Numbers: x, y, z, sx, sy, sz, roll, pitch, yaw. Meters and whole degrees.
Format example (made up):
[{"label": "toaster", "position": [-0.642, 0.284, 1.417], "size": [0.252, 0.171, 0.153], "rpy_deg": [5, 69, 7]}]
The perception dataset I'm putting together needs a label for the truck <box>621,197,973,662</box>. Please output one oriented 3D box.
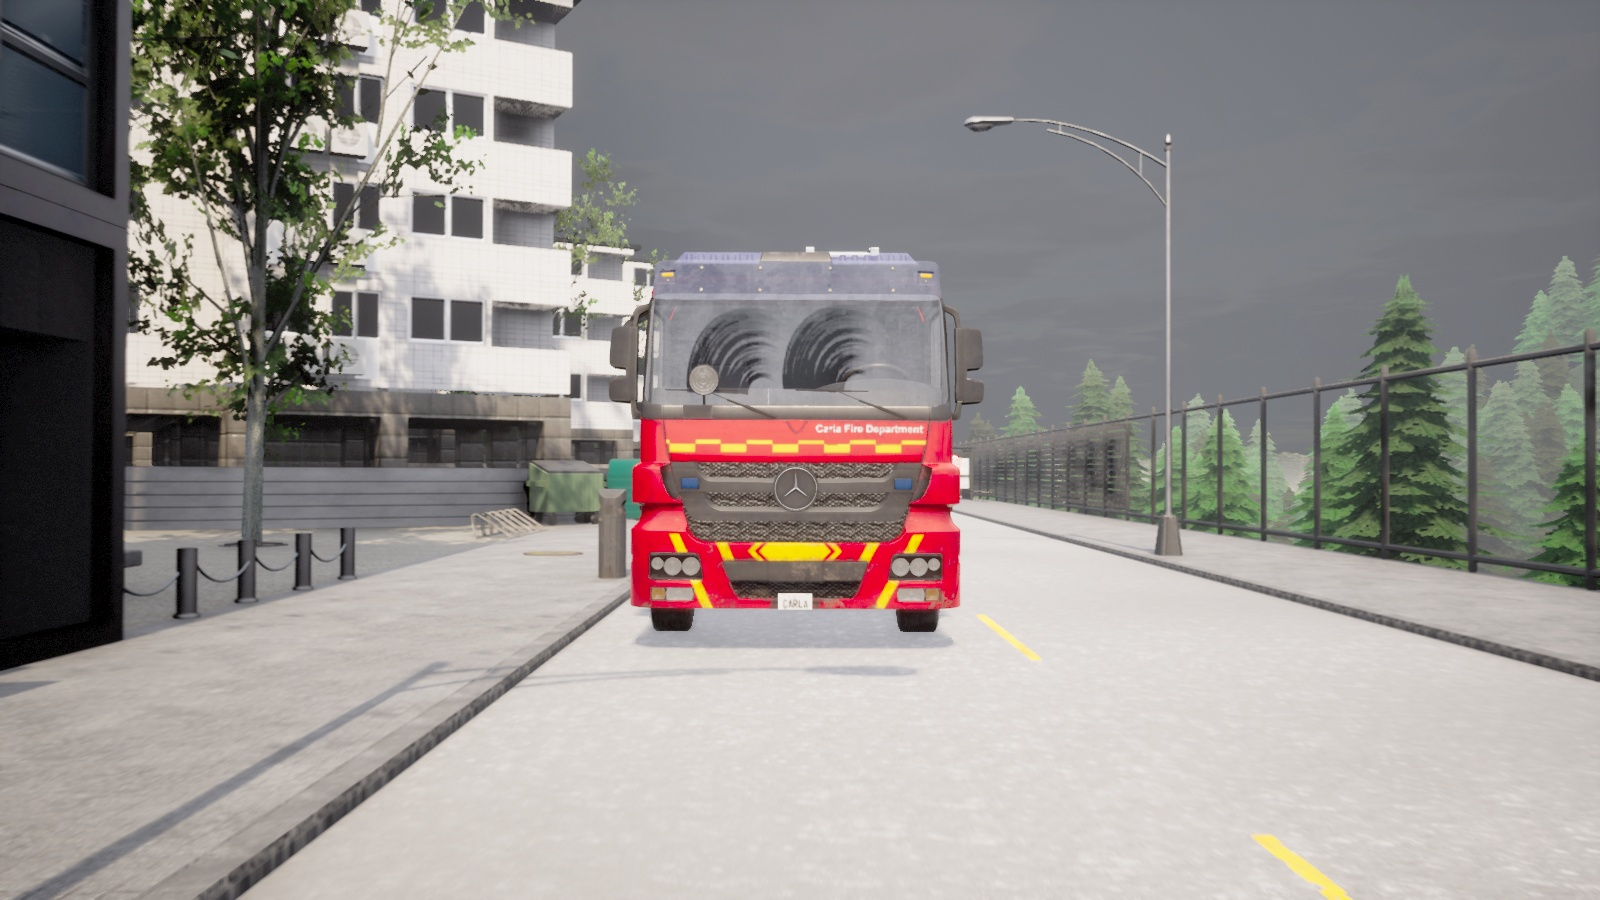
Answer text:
[{"label": "truck", "position": [-0.042, -0.105, 14.603], "size": [2.891, 3.827, 8.468], "rpy_deg": [0, -1, 0]}]
